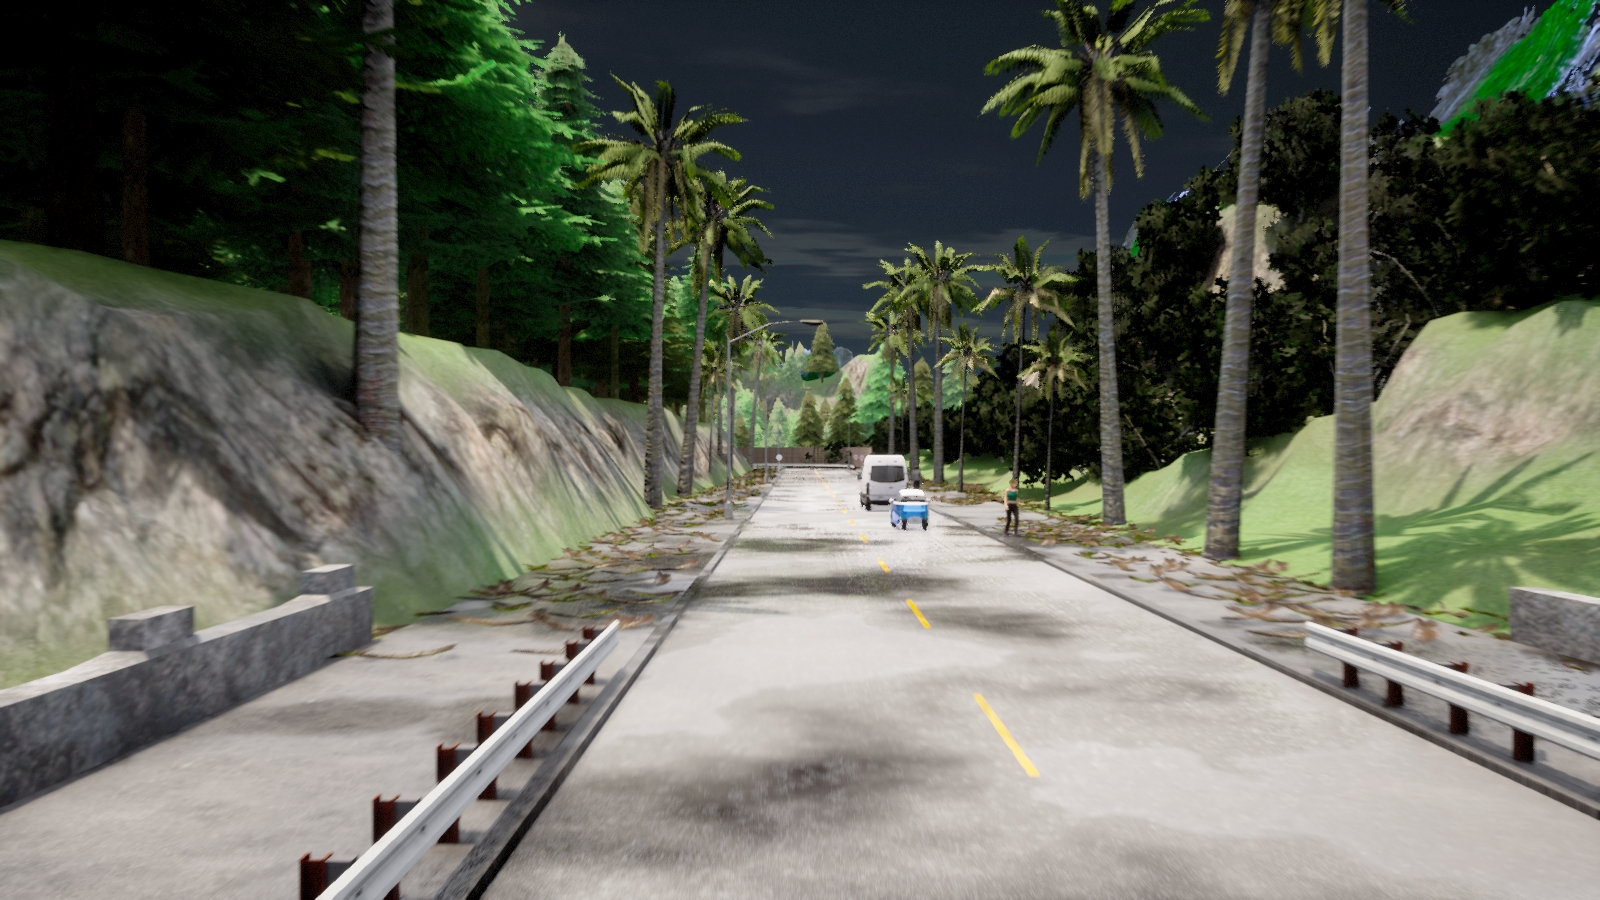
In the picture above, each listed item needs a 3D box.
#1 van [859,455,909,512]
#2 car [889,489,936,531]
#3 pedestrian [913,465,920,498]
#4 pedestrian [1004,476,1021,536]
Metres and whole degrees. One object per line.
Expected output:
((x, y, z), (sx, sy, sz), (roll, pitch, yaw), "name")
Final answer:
((3.993, 1.534, 55.077), (1.988, 2.561, 5.915), (0, 0, 0), "van")
((4.003, 2.121, 40.954), (1.481, 1.376, 2.207), (0, 0, 0), "car")
((6.493, 1.742, 63.544), (0.375, 1.860, 0.375), (0, 0, 4), "pedestrian")
((6.613, 1.743, 35.551), (0.375, 1.860, 0.375), (0, 0, -15), "pedestrian")
